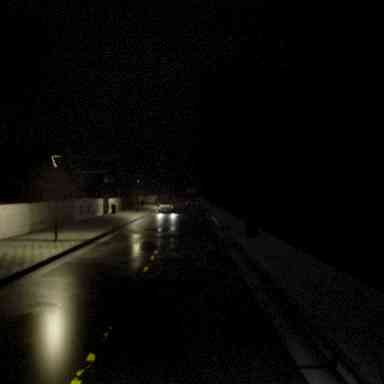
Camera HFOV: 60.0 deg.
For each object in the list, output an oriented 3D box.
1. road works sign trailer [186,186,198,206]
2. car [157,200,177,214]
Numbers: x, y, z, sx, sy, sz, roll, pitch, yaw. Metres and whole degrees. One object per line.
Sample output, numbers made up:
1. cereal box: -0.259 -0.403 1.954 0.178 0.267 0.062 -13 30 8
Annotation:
1. road works sign trailer: -0.002 0.758 61.371 2.380 3.560 2.880 0 0 0
2. car: -2.844 1.702 38.445 1.812 1.442 4.674 0 0 0
